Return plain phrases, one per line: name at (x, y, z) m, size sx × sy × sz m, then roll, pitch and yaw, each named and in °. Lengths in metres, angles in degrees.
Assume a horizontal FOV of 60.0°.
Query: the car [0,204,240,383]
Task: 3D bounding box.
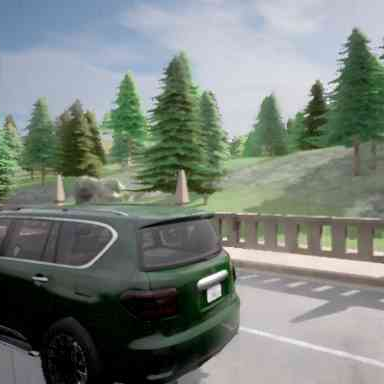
car at (-2.011, 1.204, 5.123) m, size 5.566 × 2.045 × 2.150 m, roll 0°, pitch 0°, yaw 33°
